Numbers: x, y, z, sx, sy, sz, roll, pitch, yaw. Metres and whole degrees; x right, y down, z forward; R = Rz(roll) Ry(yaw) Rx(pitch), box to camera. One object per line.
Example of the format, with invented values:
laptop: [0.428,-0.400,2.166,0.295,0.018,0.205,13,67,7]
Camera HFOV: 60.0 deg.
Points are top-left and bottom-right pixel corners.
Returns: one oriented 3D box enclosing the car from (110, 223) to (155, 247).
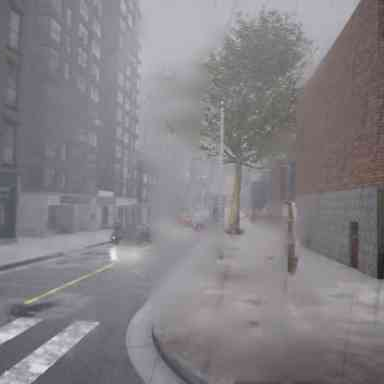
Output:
car: [-3.870,2.857,22.739,2.033,1.411,5.357,1,-4,6]

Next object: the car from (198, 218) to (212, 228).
car: [2.163,4.915,53.275,1.994,1.385,4.181,1,-3,6]

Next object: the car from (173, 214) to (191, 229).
car: [-1.221,4.124,47.279,2.150,2.045,5.566,1,-4,6]

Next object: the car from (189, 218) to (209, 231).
car: [1.160,4.326,43.145,1.895,1.301,4.718,1,-4,7]
